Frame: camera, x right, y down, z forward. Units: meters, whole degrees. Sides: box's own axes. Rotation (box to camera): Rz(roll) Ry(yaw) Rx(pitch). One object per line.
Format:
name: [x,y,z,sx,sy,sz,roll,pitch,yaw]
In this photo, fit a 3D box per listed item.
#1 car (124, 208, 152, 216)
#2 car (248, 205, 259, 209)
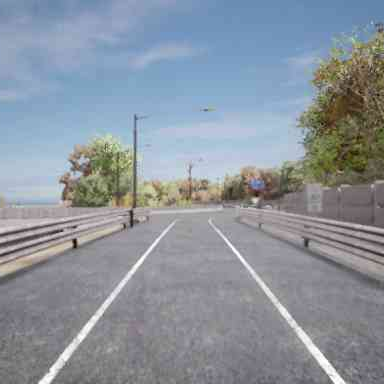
car: [-7.352,2.628,41.836,1.895,1.301,4.718,-2,-3,42]
car: [15.815,3.940,82.096,2.033,1.411,5.357,-1,-2,16]
